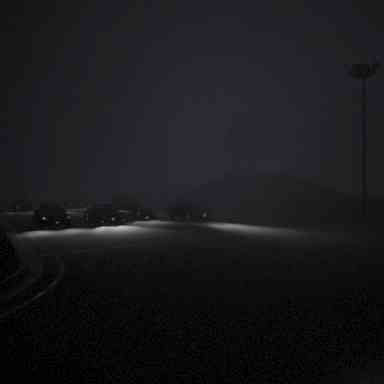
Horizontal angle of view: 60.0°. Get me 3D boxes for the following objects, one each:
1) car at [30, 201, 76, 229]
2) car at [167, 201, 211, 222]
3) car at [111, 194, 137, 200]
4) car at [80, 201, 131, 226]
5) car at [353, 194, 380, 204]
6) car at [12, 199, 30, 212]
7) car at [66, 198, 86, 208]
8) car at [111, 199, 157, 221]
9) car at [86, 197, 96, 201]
[{"bbox_3d":[-9.398,1.577,22.186,1.812,1.442,4.674,0,0,-32],"label":"car"},{"bbox_3d":[-0.315,1.548,27.462,2.128,1.511,4.902,0,0,-32],"label":"car"},{"bbox_3d":[-8.060,1.305,39.969,2.150,2.045,5.566,0,0,-32],"label":"car"},{"bbox_3d":[-6.278,1.615,23.796,1.994,1.385,4.181,0,0,-32],"label":"car"},{"bbox_3d":[34.658,1.343,66.152,2.150,2.045,5.566,0,0,-17],"label":"car"},{"bbox_3d":[-20.224,1.597,39.694,1.837,1.490,4.892,0,0,-32],"label":"car"},{"bbox_3d":[-17.210,1.614,48.181,1.837,1.490,4.892,0,-1,-31],"label":"car"},{"bbox_3d":[-4.893,1.608,28.205,2.033,1.411,5.357,0,0,-32],"label":"car"},{"bbox_3d":[-16.795,1.635,54.246,1.882,1.535,5.008,0,0,-32],"label":"car"}]
